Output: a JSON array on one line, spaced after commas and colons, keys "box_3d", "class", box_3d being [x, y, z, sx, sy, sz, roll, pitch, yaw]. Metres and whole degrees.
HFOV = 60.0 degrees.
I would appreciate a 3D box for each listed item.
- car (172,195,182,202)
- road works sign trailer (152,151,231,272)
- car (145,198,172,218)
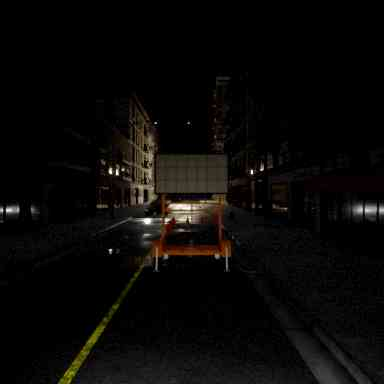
[{"box_3d": [-3.062, 1.444, 63.695, 2.097, 1.767, 4.553, 0, 0, 0], "class": "car"}, {"box_3d": [-0.006, 0.468, 10.826, 2.380, 3.560, 2.880, 0, 0, 0], "class": "road works sign trailer"}, {"box_3d": [-3.130, 1.547, 30.464, 1.812, 1.442, 4.674, 0, 0, 0], "class": "car"}]
